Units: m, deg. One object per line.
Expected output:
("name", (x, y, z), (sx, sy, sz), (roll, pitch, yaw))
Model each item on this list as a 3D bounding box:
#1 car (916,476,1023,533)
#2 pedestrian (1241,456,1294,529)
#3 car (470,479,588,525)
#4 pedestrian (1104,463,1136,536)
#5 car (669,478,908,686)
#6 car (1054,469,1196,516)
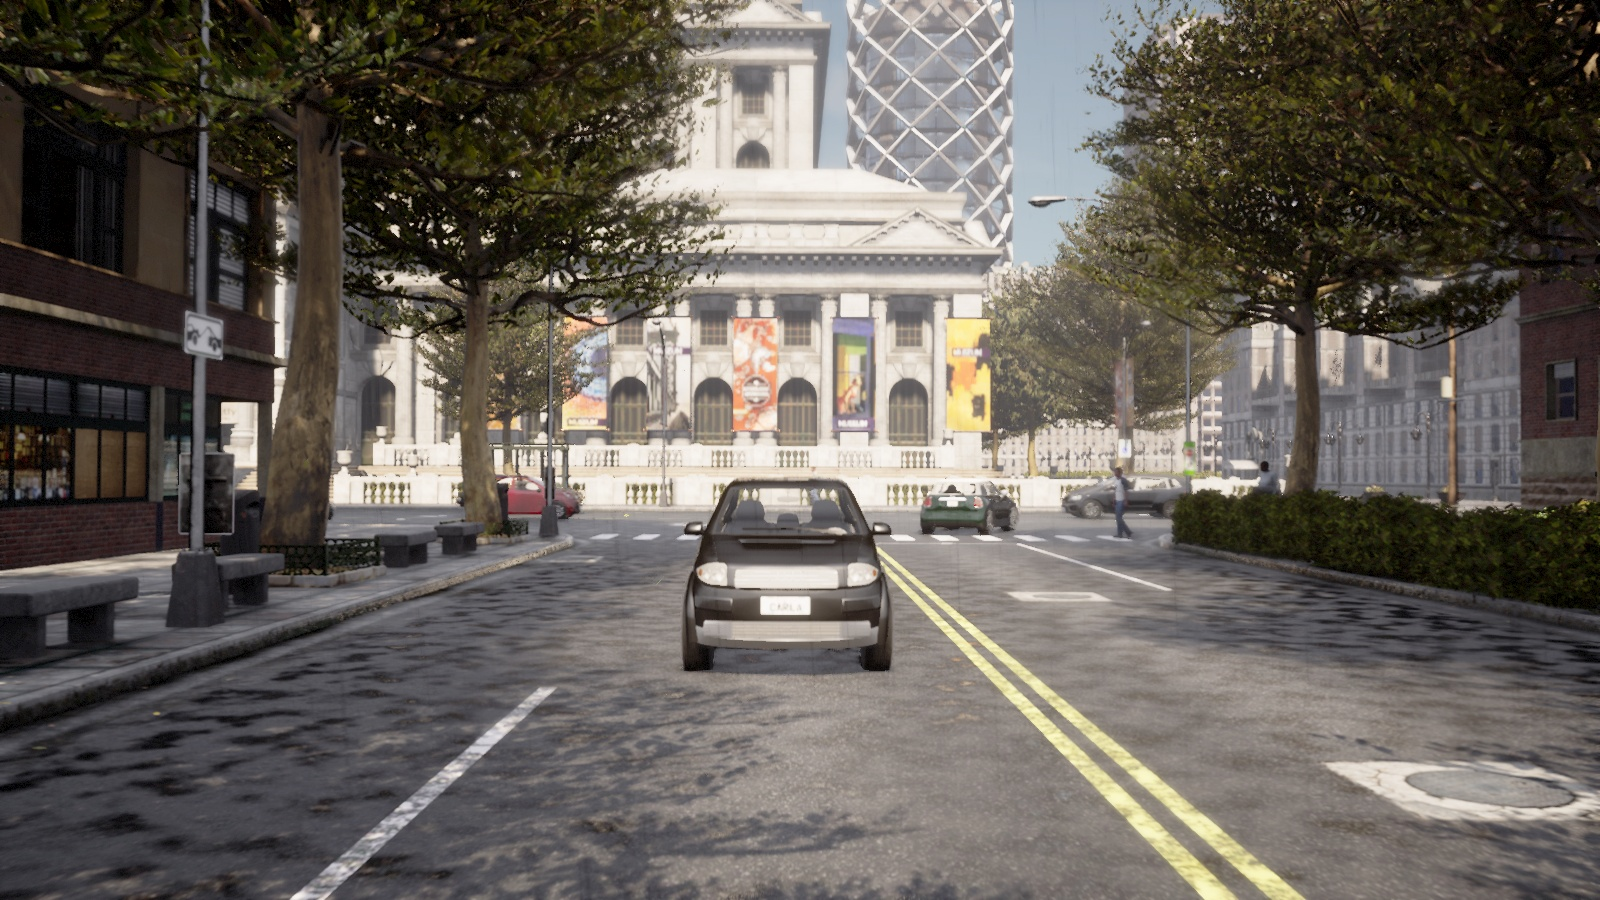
("car", (4.769, 1.477, 34.843), (1.970, 1.475, 3.806), (-1, -1, 24))
("pedestrian", (12.017, 1.088, 32.305), (0.900, 1.855, 0.874), (0, -1, -15))
("car", (-9.192, 1.743, 42.760), (3.633, 1.501, 1.845), (0, -1, 0))
("pedestrian", (8.103, 1.243, 31.804), (0.706, 1.836, 0.354), (0, -1, -13))
("car", (-0.100, 1.030, 11.301), (1.789, 1.549, 3.705), (0, -1, 0))
("car", (11.922, 1.561, 46.301), (4.611, 1.667, 2.242), (0, -1, 0))
